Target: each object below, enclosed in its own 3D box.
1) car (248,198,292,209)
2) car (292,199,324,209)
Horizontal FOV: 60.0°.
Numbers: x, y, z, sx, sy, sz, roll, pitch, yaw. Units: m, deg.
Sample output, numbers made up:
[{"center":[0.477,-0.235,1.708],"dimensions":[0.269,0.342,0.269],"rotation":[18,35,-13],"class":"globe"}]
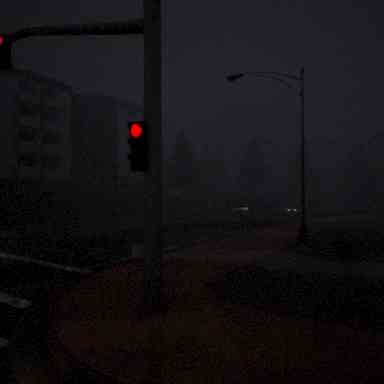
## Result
[{"center":[10.498,1.617,45.922],"dimensions":[5.357,1.411,2.033],"rotation":[1,3,-5],"class":"car"},{"center":[15.906,1.624,46.367],"dimensions":[5.357,1.411,2.033],"rotation":[0,0,-25],"class":"car"}]
